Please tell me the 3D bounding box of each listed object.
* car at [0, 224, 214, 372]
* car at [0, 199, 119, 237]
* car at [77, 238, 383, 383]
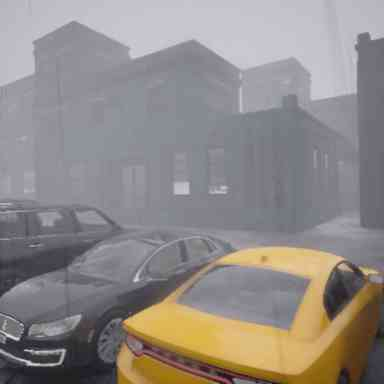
[{"bbox_3d":[-0.861,1.491,5.978,2.231,1.521,4.892,0,0,36],"label":"car"},{"bbox_3d":[-3.110,1.246,7.611,2.435,2.045,5.566,0,0,35],"label":"car"},{"bbox_3d":[1.292,1.483,4.426,2.097,1.535,5.008,0,0,36],"label":"car"}]
